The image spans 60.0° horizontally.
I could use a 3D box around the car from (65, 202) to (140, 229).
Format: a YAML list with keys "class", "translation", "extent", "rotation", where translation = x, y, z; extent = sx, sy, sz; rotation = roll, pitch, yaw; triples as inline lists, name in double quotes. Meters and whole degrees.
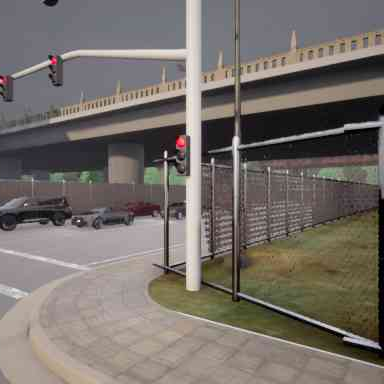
- class: "car"
  translation: [-5.867, 1.619, 22.230]
  extent: [1.994, 1.385, 4.181]
  rotation: [0, 0, 35]

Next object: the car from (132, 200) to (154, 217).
- class: "car"
  translation: [-4.912, 1.533, 29.636]
  extent: [1.882, 1.535, 5.008]
  rotation: [0, 0, 35]

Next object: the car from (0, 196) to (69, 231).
- class: "car"
  translation: [-10.587, 1.277, 21.633]
  extent: [2.150, 2.045, 5.566]
  rotation: [0, 0, 36]
